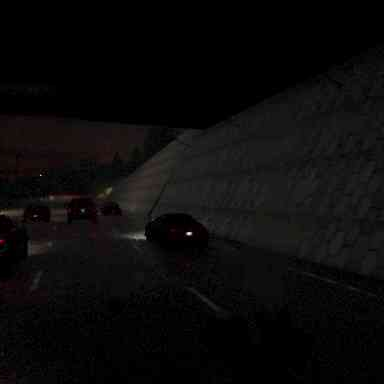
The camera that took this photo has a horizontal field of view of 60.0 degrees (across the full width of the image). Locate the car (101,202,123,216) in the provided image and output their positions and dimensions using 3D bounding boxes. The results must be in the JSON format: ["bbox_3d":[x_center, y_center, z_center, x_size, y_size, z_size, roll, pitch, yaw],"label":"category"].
[{"bbox_3d":[-9.131,1.865,37.349,1.812,1.442,4.674,0,0,-21],"label":"car"}]

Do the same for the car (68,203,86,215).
[{"bbox_3d":[-14.057,2.013,40.501,1.895,1.301,4.718,0,0,-21],"label":"car"}]

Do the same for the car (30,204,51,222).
[{"bbox_3d":[-13.598,1.811,29.328,1.882,1.535,5.008,0,0,-21],"label":"car"}]

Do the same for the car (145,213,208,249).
[{"bbox_3d":[-0.835,1.671,15.258,1.994,1.385,4.181,0,0,-21],"label":"car"}]

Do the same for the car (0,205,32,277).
[{"bbox_3d":[-6.511,1.487,10.450,2.097,1.767,4.553,0,0,-21],"label":"car"}]

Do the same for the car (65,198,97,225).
[{"bbox_3d":[-9.068,1.495,27.227,2.150,2.045,5.566,0,0,-21],"label":"car"}]
